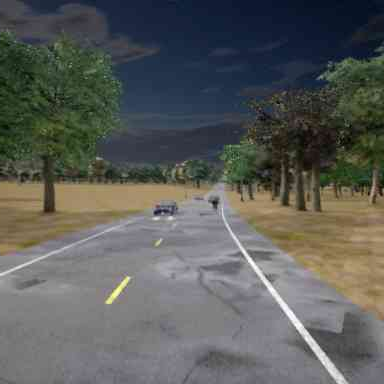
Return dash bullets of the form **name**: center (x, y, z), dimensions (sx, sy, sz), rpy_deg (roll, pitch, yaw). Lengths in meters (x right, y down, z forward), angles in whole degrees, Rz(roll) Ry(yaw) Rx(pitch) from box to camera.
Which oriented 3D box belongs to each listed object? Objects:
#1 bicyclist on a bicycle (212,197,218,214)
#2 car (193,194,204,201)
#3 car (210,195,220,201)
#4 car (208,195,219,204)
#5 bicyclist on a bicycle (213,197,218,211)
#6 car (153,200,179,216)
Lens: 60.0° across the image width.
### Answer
- **bicyclist on a bicycle**: center (2.128, 1.330, 30.984), dimensions (0.659, 1.776, 1.843), rpy_deg (0, 0, 4)
- **car**: center (1.520, 1.149, 73.416), dimensions (2.097, 1.767, 4.553), rpy_deg (0, 0, 5)
- **car**: center (5.291, 1.354, 76.124), dimensions (2.033, 1.411, 5.357), rpy_deg (0, 0, 5)
- **car**: center (4.006, 1.364, 62.180), dimensions (2.128, 1.511, 4.902), rpy_deg (0, 0, 6)
- **bicyclist on a bicycle**: center (2.852, 1.391, 39.884), dimensions (0.582, 1.620, 1.656), rpy_deg (0, 0, 5)
- **car**: center (-2.387, 1.492, 31.800), dimensions (2.033, 1.411, 5.357), rpy_deg (0, 0, 4)
